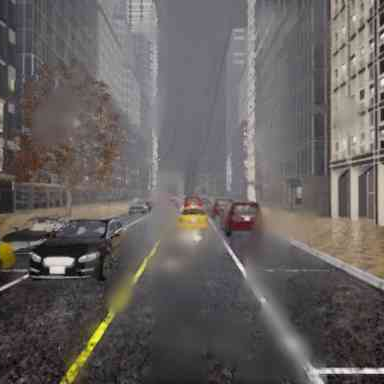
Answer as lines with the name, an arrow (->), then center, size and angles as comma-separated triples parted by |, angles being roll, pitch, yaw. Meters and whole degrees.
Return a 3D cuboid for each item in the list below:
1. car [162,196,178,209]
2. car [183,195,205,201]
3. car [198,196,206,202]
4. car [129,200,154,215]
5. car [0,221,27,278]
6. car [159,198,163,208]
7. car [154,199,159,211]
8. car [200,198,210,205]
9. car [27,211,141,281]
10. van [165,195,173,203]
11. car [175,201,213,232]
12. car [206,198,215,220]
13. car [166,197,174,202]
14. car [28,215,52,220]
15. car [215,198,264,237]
car -> -3.072, 1.781, 51.339 | 1.812, 1.442, 4.674 | 0, 0, 0
car -> 0.104, 1.428, 40.432 | 2.150, 2.045, 5.566 | 0, 0, 0
car -> 2.706, 1.872, 92.658 | 1.967, 1.590, 4.097 | 0, 0, 0
car -> -5.683, 1.734, 35.751 | 2.008, 1.369, 4.403 | 0, 0, 0
car -> -5.687, 1.564, 7.119 | 1.752, 1.417, 4.829 | 0, 0, 0
car -> -5.681, 1.844, 52.826 | 1.802, 1.307, 4.206 | 0, 0, 0
car -> -5.683, 1.776, 41.444 | 1.947, 1.339, 4.313 | 0, 0, 0
car -> 2.702, 1.903, 69.891 | 1.947, 1.339, 4.313 | 0, 0, 0
car -> -3.100, 1.546, 10.111 | 2.128, 1.511, 4.902 | 0, 0, 0
van -> -5.676, 1.726, 81.290 | 1.690, 1.788, 3.998 | 0, 0, 0
car -> 0.103, 1.564, 20.691 | 1.801, 1.575, 5.366 | 0, 0, 0
car -> 2.698, 1.471, 30.047 | 2.192, 1.841, 5.009 | 0, 0, 0
car -> -5.677, 1.990, 86.981 | 1.802, 1.307, 4.206 | 0, 0, 0
car -> -5.686, 1.620, 12.982 | 2.008, 1.369, 4.403 | 0, 0, 0
car -> 2.696, 1.414, 18.663 | 2.192, 1.841, 5.009 | 0, 0, 0
